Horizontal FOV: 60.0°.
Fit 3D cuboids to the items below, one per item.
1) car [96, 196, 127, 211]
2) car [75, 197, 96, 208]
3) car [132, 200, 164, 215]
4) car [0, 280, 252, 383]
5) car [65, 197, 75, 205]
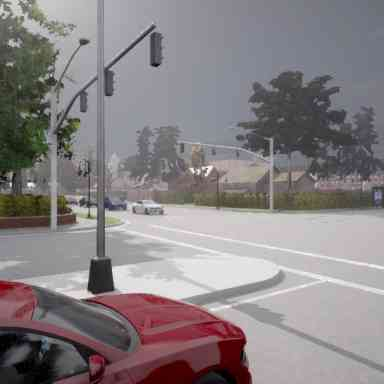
[{"bbox_3d":[-9.855,1.352,41.567,2.097,1.767,4.553,0,0,-36],"label":"car"},{"bbox_3d":[-15.248,1.505,49.021,1.837,1.490,4.892,0,0,-36],"label":"car"},{"bbox_3d":[-4.647,1.526,34.364,1.812,1.442,4.674,0,0,-35],"label":"car"},{"bbox_3d":[-1.717,1.478,2.544,5.008,1.535,1.882,0,0,-35],"label":"car"},{"bbox_3d":[-21.047,1.564,57.083,1.994,1.385,4.181,0,0,-34],"label":"car"}]
